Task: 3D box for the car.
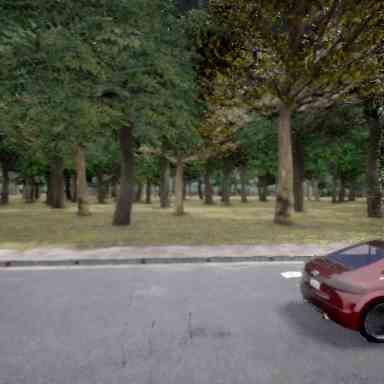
[{"bbox_3d":[4.119,1.535,5.881,4.181,1.385,1.994,0,1,-4],"label":"car"}]
